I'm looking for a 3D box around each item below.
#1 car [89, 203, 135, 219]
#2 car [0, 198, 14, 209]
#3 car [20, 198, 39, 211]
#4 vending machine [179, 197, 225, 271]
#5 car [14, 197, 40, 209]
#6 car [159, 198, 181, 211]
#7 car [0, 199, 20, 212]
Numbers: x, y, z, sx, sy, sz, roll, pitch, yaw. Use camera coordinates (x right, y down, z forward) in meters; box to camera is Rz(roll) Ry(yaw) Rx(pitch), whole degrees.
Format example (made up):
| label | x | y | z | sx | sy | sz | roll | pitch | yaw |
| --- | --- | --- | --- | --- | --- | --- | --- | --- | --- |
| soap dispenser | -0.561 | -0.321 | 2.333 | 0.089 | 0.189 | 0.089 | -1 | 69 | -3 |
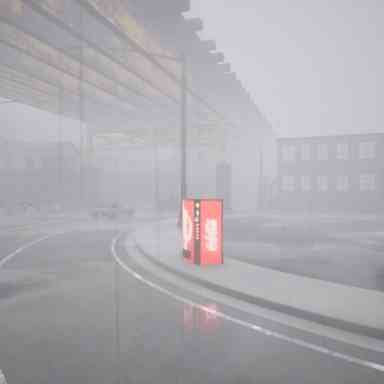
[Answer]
| label | x | y | z | sx | sy | sz | roll | pitch | yaw |
| --- | --- | --- | --- | --- | --- | --- | --- | --- | --- |
| car | -6.880 | 1.601 | 29.204 | 1.895 | 1.301 | 4.718 | 0 | 0 | 18 |
| car | -22.991 | 1.295 | 37.879 | 4.536 | 1.218 | 1.853 | 0 | 0 | -9 |
| car | -19.876 | 1.452 | 40.017 | 2.038 | 1.542 | 4.974 | 0 | 0 | -39 |
| vending machine | 0.303 | 1.195 | 10.088 | 1.100 | 2.100 | 0.880 | 0 | 0 | -28 |
| car | -19.909 | 1.295 | 40.057 | 1.853 | 1.218 | 4.536 | 0 | 0 | -39 |
| car | -2.319 | 1.478 | 41.539 | 1.882 | 1.535 | 5.008 | 0 | 0 | 21 |
| car | -22.940 | 1.452 | 37.888 | 4.974 | 1.542 | 2.038 | 0 | 0 | -9 |
